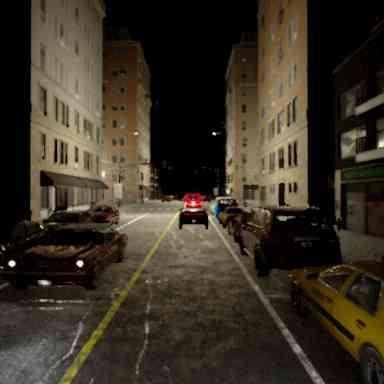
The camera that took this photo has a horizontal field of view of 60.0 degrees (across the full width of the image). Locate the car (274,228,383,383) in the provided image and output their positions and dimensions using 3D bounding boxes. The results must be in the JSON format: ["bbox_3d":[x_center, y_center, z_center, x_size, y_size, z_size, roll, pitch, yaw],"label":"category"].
[{"bbox_3d":[2.675,1.523,4.629,1.752,1.417,4.829,1,0,0],"label":"car"}]

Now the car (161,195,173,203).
[{"bbox_3d":[-5.532,1.540,70.595,1.802,1.307,4.206,1,0,1],"label":"car"}]

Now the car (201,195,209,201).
[{"bbox_3d":[3.135,1.498,81.550,2.008,1.369,4.403,1,0,1],"label":"car"}]

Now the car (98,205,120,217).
[{"bbox_3d":[-5.850,1.535,21.482,1.887,1.381,4.507,1,0,0],"label":"car"}]

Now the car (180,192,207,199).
[{"bbox_3d":[0.102,1.204,35.265,2.150,2.045,5.566,0,0,0],"label":"car"}]

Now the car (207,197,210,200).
[{"bbox_3d":[2.677,1.508,32.996,1.752,1.417,4.829,1,0,0],"label":"car"}]

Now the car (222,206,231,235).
[{"bbox_3d":[2.675,1.575,15.806,1.802,1.307,4.206,1,0,0],"label":"car"}]

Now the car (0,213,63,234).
[{"bbox_3d":[-5.850,1.562,10.137,1.947,1.339,4.313,1,0,0],"label":"car"}]

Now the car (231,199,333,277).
[{"bbox_3d":[2.677,1.311,10.133,2.192,1.841,5.009,1,0,0],"label":"car"}]

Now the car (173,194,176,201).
[{"bbox_3d":[-5.461,1.520,76.124,1.947,1.339,4.313,1,0,1],"label":"car"}]

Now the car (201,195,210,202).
[{"bbox_3d":[3.064,1.497,76.020,1.887,1.381,4.507,1,0,1],"label":"car"}]

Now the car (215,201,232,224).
[{"bbox_3d":[2.677,1.515,21.649,1.752,1.417,4.829,1,0,0],"label":"car"}]

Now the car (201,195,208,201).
[{"bbox_3d":[3.206,1.488,87.080,1.887,1.381,4.507,1,0,1],"label":"car"}]

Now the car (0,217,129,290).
[{"bbox_3d":[-3.098,1.597,9.196,1.895,1.301,4.718,0,0,0],"label":"car"}]

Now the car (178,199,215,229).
[{"bbox_3d":[0.101,1.482,21.620,2.128,1.511,4.902,0,0,0],"label":"car"}]

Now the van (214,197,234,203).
[{"bbox_3d":[2.679,1.327,27.152,1.690,1.788,3.998,1,0,0],"label":"van"}]

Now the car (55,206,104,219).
[{"bbox_3d":[-5.850,1.559,15.810,1.947,1.339,4.313,1,0,0],"label":"car"}]
